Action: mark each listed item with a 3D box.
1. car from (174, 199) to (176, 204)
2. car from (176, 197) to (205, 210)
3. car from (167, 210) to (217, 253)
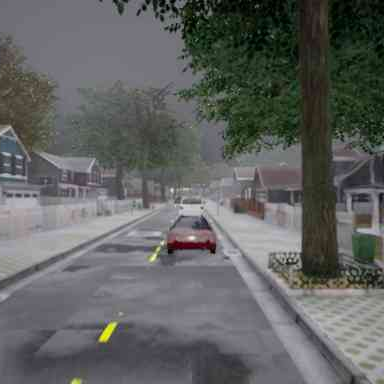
[{"bbox_3d":[-2.813,1.888,71.773,1.812,1.442,4.674,0,0,0],"label":"car"},{"bbox_3d":[-0.024,1.435,29.015,2.150,2.045,5.566,0,0,0],"label":"car"},{"bbox_3d":[-0.007,1.688,14.287,1.994,1.385,4.181,0,0,0],"label":"car"}]
